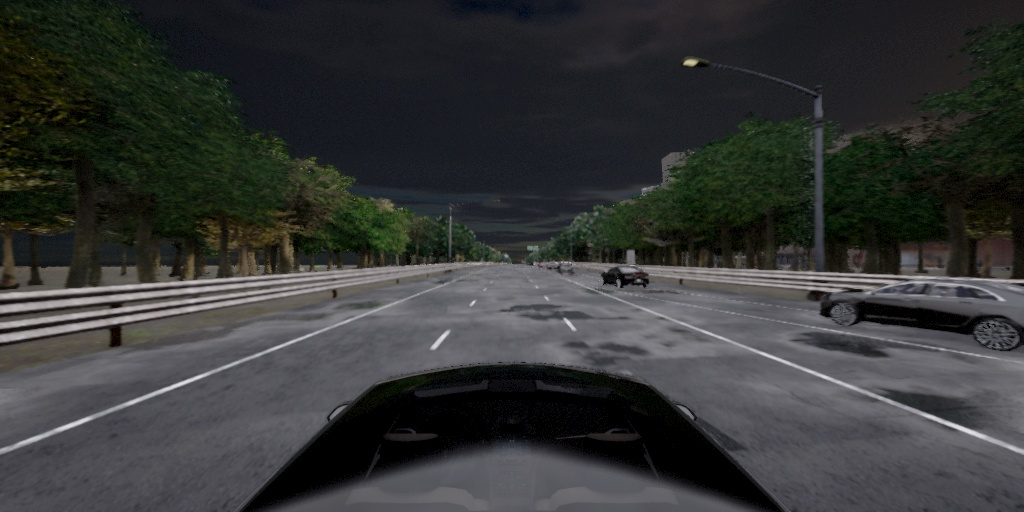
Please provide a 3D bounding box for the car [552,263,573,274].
[{"bbox_3d":[7.004,1.628,48.217,2.128,1.511,4.902,0,0,0],"label":"car"}]

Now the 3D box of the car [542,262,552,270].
[{"bbox_3d":[7.031,1.891,64.504,1.895,1.301,4.718,0,-1,0],"label":"car"}]

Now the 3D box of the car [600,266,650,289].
[{"bbox_3d":[7.841,1.434,25.421,1.882,1.535,5.008,0,0,-7],"label":"car"}]

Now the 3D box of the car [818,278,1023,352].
[{"bbox_3d":[11.020,1.330,9.391,2.128,1.511,4.902,0,0,-16],"label":"car"}]
